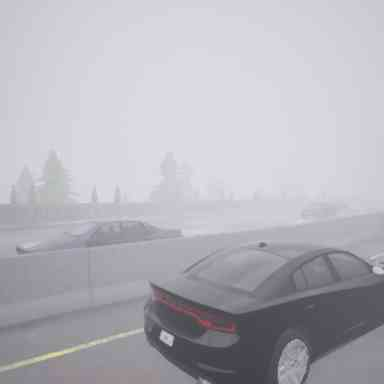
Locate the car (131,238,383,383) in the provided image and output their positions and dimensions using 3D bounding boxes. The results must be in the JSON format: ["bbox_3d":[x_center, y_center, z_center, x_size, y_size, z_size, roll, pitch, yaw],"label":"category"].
[{"bbox_3d":[1.669,1.486,5.266,5.008,1.535,1.882,0,0,-38],"label":"car"}]

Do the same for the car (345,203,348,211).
[{"bbox_3d":[17.234,1.631,40.104,1.994,1.385,4.181,0,0,45],"label":"car"}]

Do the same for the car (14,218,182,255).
[{"bbox_3d":[-2.737,1.587,10.860,5.357,1.411,2.033,0,0,-39],"label":"car"}]

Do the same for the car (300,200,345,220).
[{"bbox_3d":[11.196,1.557,28.977,1.837,1.490,4.892,0,0,45],"label":"car"}]
